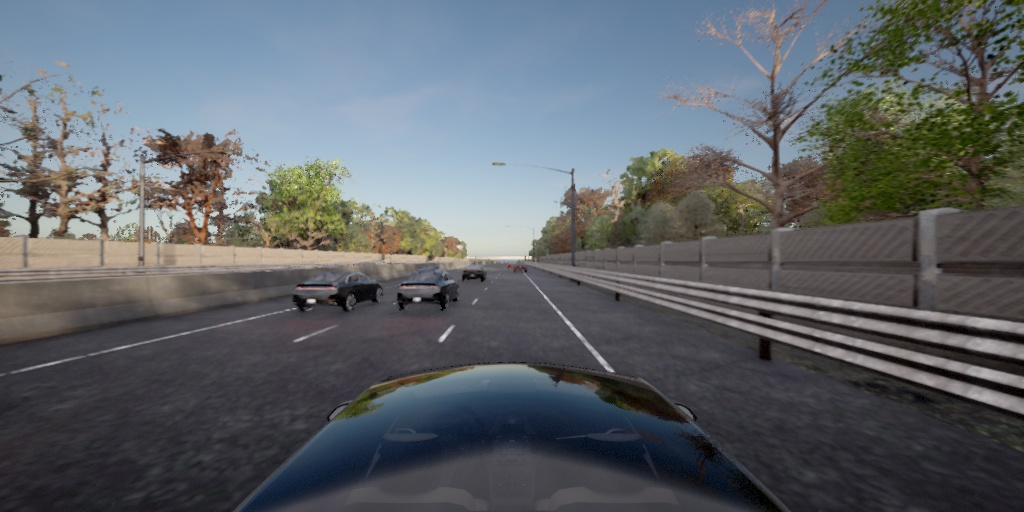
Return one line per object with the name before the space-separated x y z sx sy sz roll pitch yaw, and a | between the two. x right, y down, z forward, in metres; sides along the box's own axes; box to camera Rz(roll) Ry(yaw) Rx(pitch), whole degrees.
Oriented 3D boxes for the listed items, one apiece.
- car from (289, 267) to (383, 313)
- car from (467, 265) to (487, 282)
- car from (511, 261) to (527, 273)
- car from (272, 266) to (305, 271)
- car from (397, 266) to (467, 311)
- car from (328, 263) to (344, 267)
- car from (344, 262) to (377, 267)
car | -6.890 1.366 14.742 2.128 1.511 4.902 0 -1 0
car | -3.377 1.527 32.998 1.882 1.535 5.008 0 -1 0
car | 1.263 1.627 55.159 2.097 1.767 4.553 0 -1 0
car | -24.551 1.721 40.117 1.895 1.301 4.718 0 -1 0
car | -3.389 1.370 15.248 2.128 1.511 4.902 0 -1 0
car | -21.037 1.640 42.981 2.128 1.511 4.902 0 -1 0
car | -17.542 1.495 42.560 2.097 1.767 4.553 0 -1 0
